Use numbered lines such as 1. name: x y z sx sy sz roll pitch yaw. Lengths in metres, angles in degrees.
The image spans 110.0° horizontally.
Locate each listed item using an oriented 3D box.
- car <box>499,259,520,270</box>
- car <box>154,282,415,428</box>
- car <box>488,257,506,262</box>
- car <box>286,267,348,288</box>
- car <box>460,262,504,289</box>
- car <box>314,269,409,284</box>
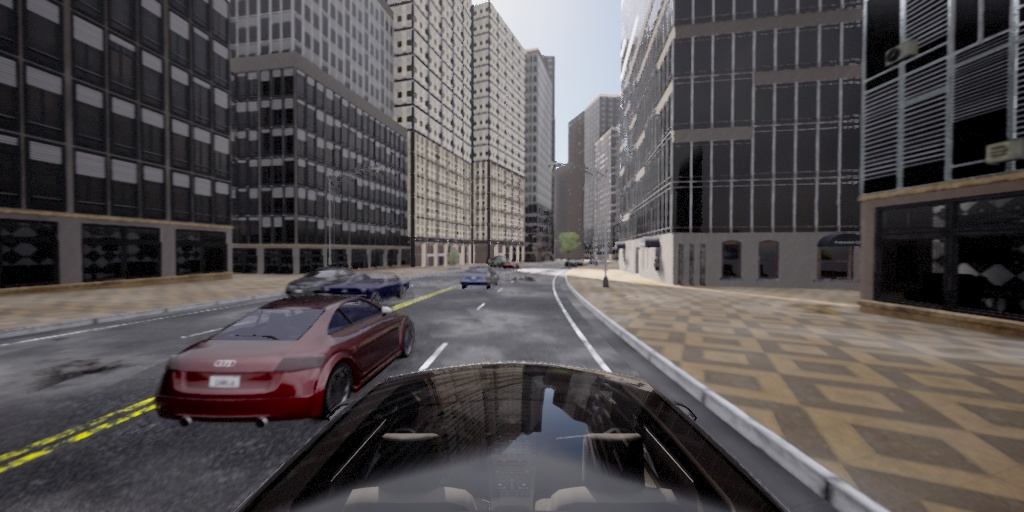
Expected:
1. car: -0.142 1.506 55.798 1.895 1.301 4.718 0 0 14
2. car: -3.037 1.316 5.842 1.994 1.385 4.181 0 0 1
3. car: -2.449 1.119 59.931 2.150 2.045 5.566 0 0 14
4. car: -9.185 1.286 18.055 1.812 1.442 4.674 0 0 4
5. car: -2.028 1.355 23.645 2.033 1.411 5.357 0 0 6
6. car: -6.115 1.368 15.551 1.895 1.301 4.718 0 0 4
